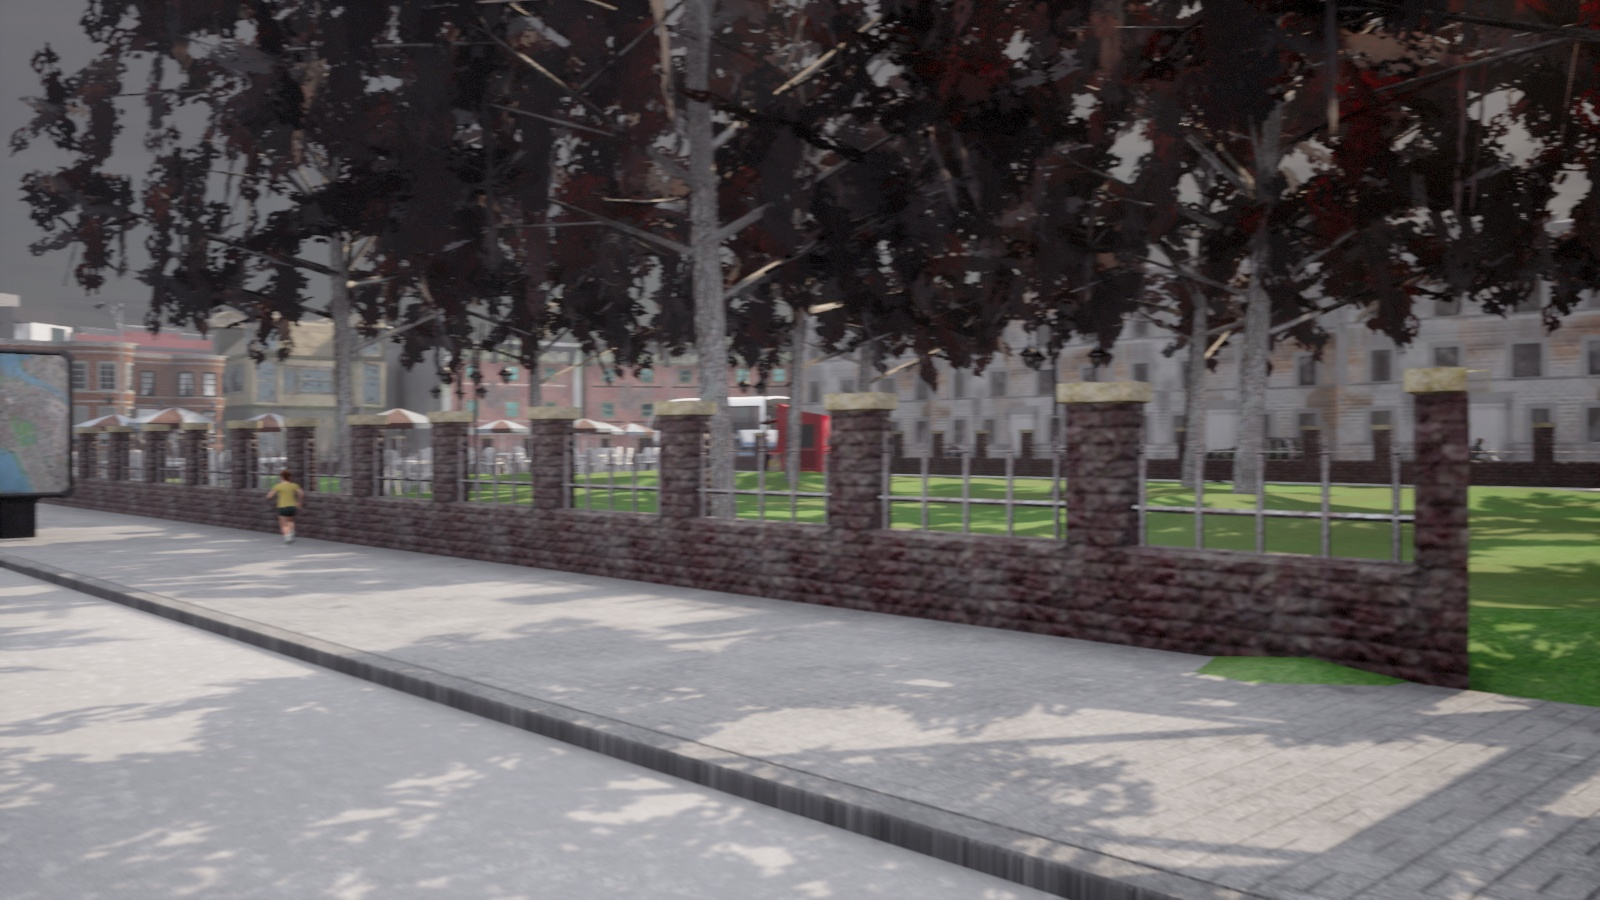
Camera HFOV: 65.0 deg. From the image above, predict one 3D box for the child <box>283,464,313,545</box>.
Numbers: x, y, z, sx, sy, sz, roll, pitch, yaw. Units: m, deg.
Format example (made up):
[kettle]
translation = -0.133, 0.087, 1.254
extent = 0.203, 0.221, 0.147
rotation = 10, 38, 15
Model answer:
[child]
translation = -6.981, 0.753, 17.464
extent = 0.255, 1.110, 0.394
rotation = 0, 0, -43

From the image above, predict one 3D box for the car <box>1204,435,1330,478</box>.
[car]
translation = 19.745, 0.247, 53.209
extent = 2.097, 1.767, 4.553
rotation = 0, 0, -43

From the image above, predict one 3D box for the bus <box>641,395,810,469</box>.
[bus]
translation = -4.673, -1.071, 76.992
extent = 10.273, 4.253, 3.944
rotation = 0, 1, 38
